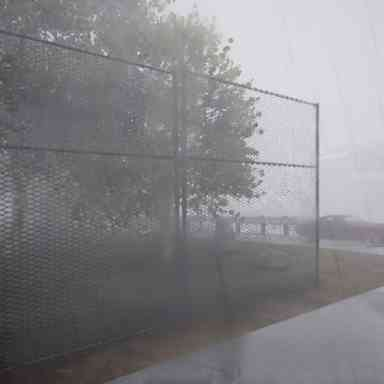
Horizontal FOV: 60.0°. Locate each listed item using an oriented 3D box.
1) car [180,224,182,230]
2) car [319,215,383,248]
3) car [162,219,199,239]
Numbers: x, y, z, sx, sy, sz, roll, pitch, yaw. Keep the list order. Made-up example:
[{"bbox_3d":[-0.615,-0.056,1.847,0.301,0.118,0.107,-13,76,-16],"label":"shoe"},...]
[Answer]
[{"bbox_3d":[0.239,4.524,38.538,2.185,1.767,4.553,-1,1,36],"label":"car"},{"bbox_3d":[7.310,1.736,15.467,1.895,1.301,4.718,-1,-2,-33],"label":"car"},{"bbox_3d":[-1.402,4.522,41.095,2.185,1.767,4.553,0,1,36],"label":"car"}]
